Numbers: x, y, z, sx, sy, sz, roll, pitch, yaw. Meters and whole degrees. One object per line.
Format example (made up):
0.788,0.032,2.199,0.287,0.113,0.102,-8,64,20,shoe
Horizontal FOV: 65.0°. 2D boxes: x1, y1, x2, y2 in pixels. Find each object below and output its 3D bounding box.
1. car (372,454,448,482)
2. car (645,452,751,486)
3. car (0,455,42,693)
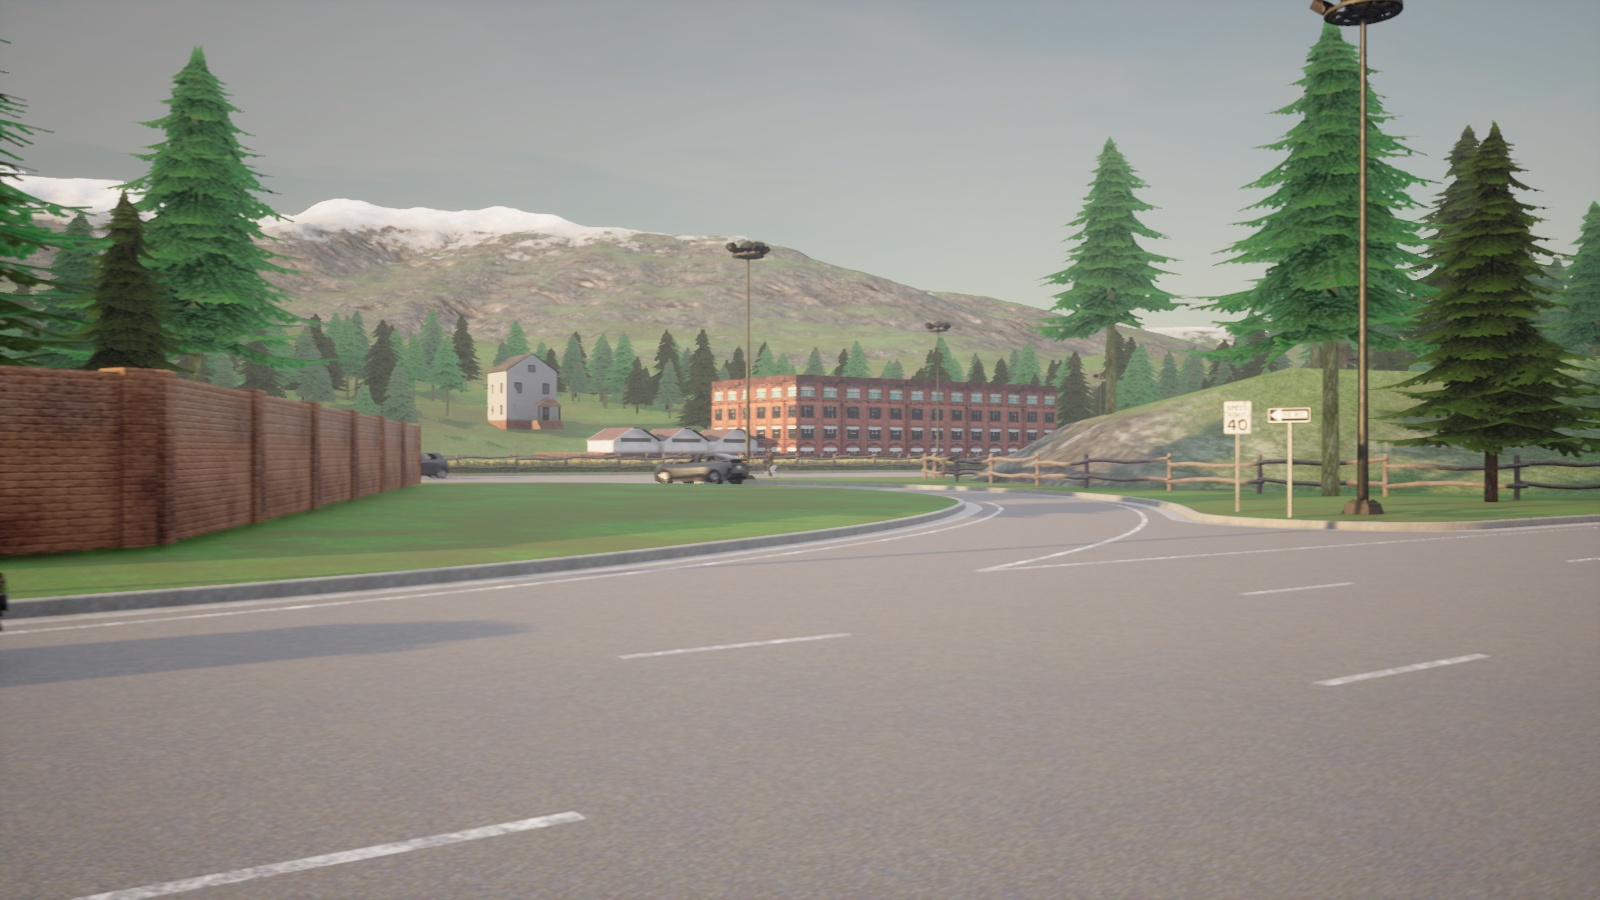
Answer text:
-21.495,0.974,69.296,3.633,1.501,1.845,0,0,-35,car
-4.690,0.842,57.570,4.514,1.525,2.007,0,0,32,car
-6.893,0.792,7.687,3.633,1.501,1.845,0,0,-39,car
